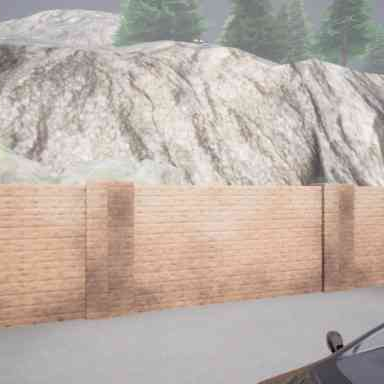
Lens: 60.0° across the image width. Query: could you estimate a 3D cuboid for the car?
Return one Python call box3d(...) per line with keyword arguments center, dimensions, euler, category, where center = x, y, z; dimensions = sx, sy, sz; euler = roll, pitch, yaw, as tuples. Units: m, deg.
box3d(center=(2.100, 1.492, 1.946), dimensions=(4.902, 1.511, 2.128), euler=(0, 0, -19), category="car")
